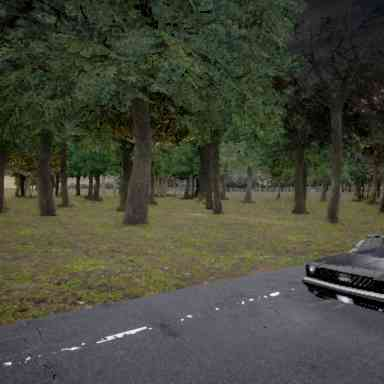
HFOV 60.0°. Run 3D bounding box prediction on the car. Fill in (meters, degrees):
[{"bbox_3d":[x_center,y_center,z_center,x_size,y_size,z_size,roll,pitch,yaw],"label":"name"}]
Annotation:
[{"bbox_3d":[4.518,1.601,7.198,4.718,1.301,1.895,0,0,-35],"label":"car"}]
